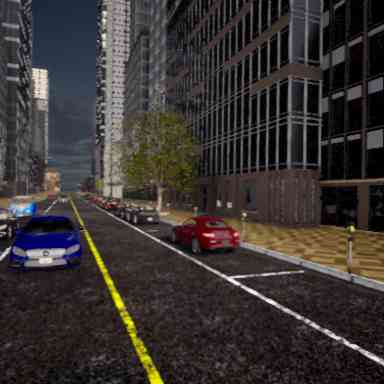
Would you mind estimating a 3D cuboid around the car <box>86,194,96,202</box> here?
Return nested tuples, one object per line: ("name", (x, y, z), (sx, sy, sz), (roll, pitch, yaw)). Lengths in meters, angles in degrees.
("car", (-19.632, 1.346, 66.796), (1.887, 1.381, 4.507), (1, 0, -21))

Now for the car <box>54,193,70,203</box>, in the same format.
("car", (-22.966, 1.091, 59.517), (2.097, 1.767, 4.553), (1, 0, -21))

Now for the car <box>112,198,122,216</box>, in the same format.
("car", (-5.572, 1.536, 29.512), (2.008, 1.369, 4.403), (1, 0, -21))

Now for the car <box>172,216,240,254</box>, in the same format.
("car", (0.453, 1.628, 13.533), (1.802, 1.307, 4.206), (1, 0, -21))

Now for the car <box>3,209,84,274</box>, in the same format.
("car", (-4.541, 1.484, 10.651), (1.812, 1.442, 4.674), (1, 0, -21))

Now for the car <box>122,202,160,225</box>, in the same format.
("car", (-3.564, 1.558, 24.186), (2.008, 1.369, 4.403), (1, 0, -21))

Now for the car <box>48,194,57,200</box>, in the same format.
("car", (-33.501, 1.157, 79.824), (1.802, 1.307, 4.206), (1, 0, -21))

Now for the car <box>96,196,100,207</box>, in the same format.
("car", (-11.596, 1.350, 45.491), (1.967, 1.590, 4.097), (1, 0, -21))

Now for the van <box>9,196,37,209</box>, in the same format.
("van", (-13.410, 1.194, 26.559), (1.690, 1.788, 3.998), (1, 0, -21))

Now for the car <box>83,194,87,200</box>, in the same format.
("car", (-25.658, 1.274, 82.774), (1.947, 1.339, 4.313), (1, 0, -21))

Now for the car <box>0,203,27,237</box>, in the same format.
("car", (-9.397, 1.446, 15.905), (2.008, 1.369, 4.403), (1, 0, -21))

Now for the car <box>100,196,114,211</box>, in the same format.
("car", (-9.588, 1.375, 40.165), (1.967, 1.590, 4.097), (1, 0, -21))

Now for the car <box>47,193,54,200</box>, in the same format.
("car", (-31.491, 1.152, 74.497), (1.887, 1.381, 4.507), (1, 0, -21))
